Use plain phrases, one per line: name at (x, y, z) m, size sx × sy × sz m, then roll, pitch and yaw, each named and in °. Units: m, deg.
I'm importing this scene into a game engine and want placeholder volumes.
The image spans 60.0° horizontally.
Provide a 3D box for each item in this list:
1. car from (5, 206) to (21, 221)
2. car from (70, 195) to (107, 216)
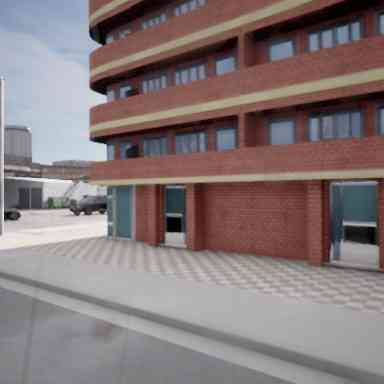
car at (-16.290, 1.743, 27.101) m, size 1.994 × 1.385 × 4.181 m, roll 0°, pitch 0°, yaw 34°
car at (-10.322, 1.402, 35.838) m, size 2.150 × 2.045 × 5.566 m, roll 0°, pitch 0°, yaw 34°
